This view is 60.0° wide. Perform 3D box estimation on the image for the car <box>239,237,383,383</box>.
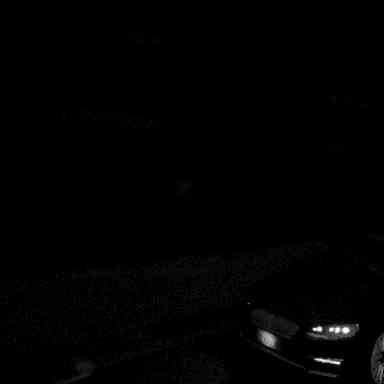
[{"bbox_3d":[2.924,1.553,5.465,4.902,1.511,2.128,1,0,-35],"label":"car"}]
